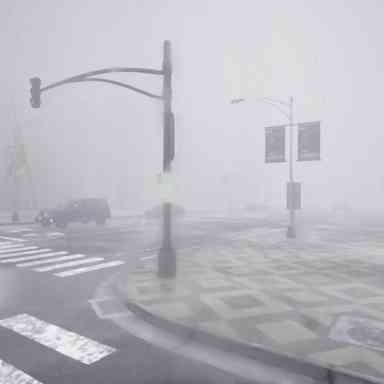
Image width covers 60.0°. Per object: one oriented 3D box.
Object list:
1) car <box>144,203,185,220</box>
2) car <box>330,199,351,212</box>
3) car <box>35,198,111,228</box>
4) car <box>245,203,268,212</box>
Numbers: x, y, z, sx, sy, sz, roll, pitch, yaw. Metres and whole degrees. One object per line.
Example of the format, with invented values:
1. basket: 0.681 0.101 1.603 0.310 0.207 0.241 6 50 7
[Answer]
1. car: -2.635 1.892 32.859 1.837 1.490 4.892 0 -1 36
2. car: 24.540 2.382 54.106 2.128 1.511 4.902 0 -1 35
3. car: -8.550 1.462 24.492 2.150 2.045 5.566 0 -1 35
4. car: 9.812 2.305 50.351 1.895 1.301 4.718 0 -1 36
